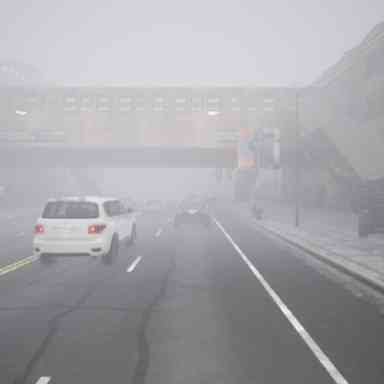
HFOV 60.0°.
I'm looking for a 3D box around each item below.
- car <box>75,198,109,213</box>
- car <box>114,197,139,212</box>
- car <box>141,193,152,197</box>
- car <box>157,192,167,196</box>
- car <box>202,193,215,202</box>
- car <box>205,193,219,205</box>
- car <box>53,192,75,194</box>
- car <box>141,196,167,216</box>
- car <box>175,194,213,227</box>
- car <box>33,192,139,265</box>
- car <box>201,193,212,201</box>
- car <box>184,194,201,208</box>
[{"bbox_3d":[-10.577,1.357,35.541,2.033,1.411,5.357,0,0,0],"label":"car"},{"bbox_3d":[-7.067,1.331,36.209,1.812,1.442,4.674,0,0,0],"label":"car"},{"bbox_3d":[-10.335,0.902,75.661,1.994,1.385,4.181,0,0,0],"label":"car"},{"bbox_3d":[-6.835,0.828,75.658,1.882,1.535,5.008,0,0,0],"label":"car"},{"bbox_3d":[3.196,1.012,64.172,2.185,1.767,4.553,0,0,0],"label":"car"},{"bbox_3d":[3.154,1.196,53.398,2.231,1.521,4.892,0,0,10],"label":"car"},{"bbox_3d":[-13.544,1.041,34.783,2.435,2.045,5.566,0,0,0],"label":"car"},{"bbox_3d":[-3.394,1.384,30.474,2.033,1.411,5.357,0,0,0],"label":"car"},{"bbox_3d":[0.022,1.253,21.824,2.097,1.767,4.553,0,0,0],"label":"car"},{"bbox_3d":[-3.399,1.158,11.606,2.150,2.045,5.566,0,0,0],"label":"car"},{"bbox_3d":[3.061,1.104,70.598,2.097,1.535,5.008,0,0,0],"label":"car"},{"bbox_3d":[0.103,1.130,45.339,2.097,1.767,4.553,0,0,1],"label":"car"}]
